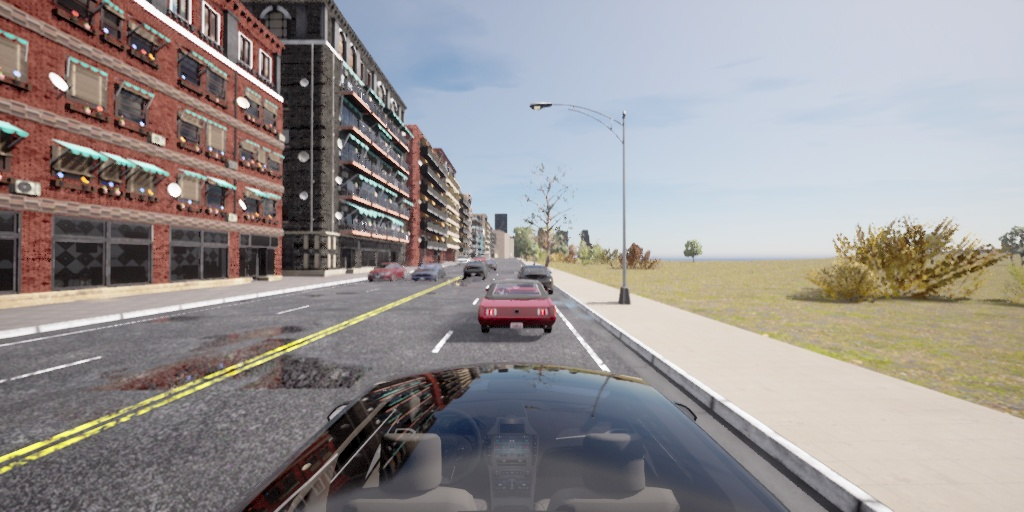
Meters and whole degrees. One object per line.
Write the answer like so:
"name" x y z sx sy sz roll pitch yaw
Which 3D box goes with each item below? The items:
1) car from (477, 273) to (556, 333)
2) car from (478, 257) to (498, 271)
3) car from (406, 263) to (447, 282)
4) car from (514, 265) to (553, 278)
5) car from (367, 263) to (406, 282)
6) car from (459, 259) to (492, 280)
"car" 0.127 1.344 10.640 1.895 1.301 4.718 0 0 0
"car" -3.010 1.256 48.415 2.033 1.411 5.357 0 0 0
"car" -6.521 1.276 28.738 2.033 1.411 5.357 0 0 0
"car" 1.192 1.241 19.842 1.837 1.490 4.892 0 0 0
"car" -9.770 1.254 28.405 1.812 1.442 4.674 0 0 0
"car" -3.062 1.228 30.949 1.837 1.490 4.892 0 -1 0
